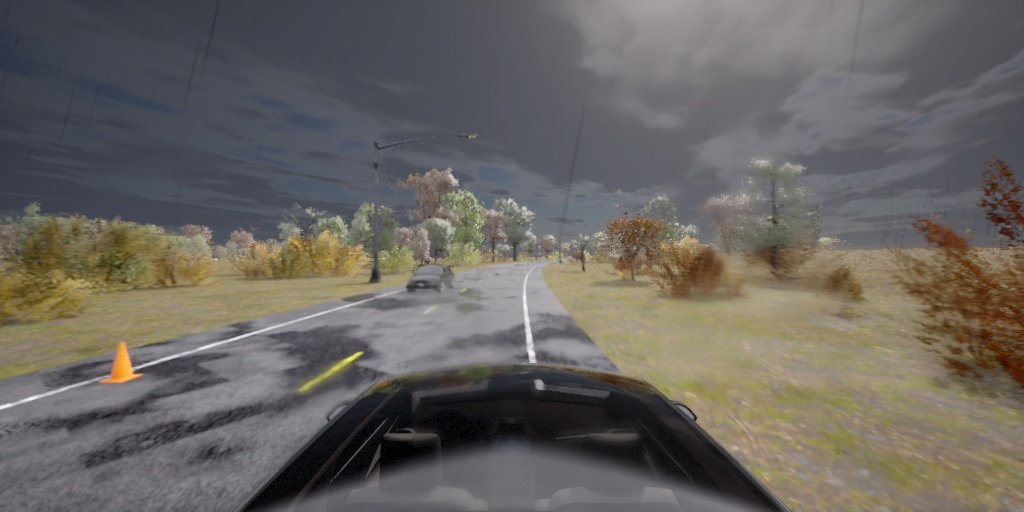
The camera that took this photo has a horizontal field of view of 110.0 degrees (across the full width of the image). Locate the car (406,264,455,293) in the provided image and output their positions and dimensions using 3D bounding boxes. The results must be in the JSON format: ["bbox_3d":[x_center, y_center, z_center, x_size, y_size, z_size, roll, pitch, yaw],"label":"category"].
[{"bbox_3d":[-4.540,1.238,20.798,1.837,1.490,4.892,0,0,2],"label":"car"}]

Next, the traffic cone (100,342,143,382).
[{"bbox_3d":[-6.258,1.674,5.756,0.340,0.580,0.340,0,0,0],"label":"traffic cone"}]
